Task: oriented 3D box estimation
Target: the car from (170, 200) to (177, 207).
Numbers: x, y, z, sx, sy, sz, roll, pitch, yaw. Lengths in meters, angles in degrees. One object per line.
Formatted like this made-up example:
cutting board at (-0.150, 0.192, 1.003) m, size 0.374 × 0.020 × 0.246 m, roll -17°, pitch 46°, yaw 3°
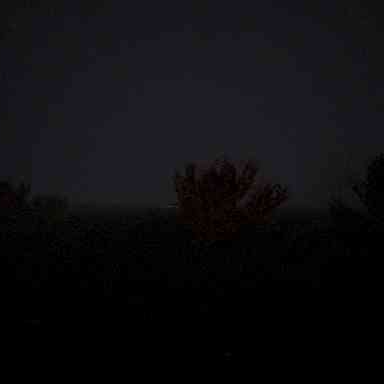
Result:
car at (-1.701, 1.990, 60.734) m, size 2.033 × 1.411 × 5.357 m, roll -1°, pitch -1°, yaw 37°

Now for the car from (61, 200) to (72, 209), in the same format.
car at (-18.234, 1.768, 44.089) m, size 1.812 × 1.442 × 4.674 m, roll -1°, pitch -1°, yaw 36°
